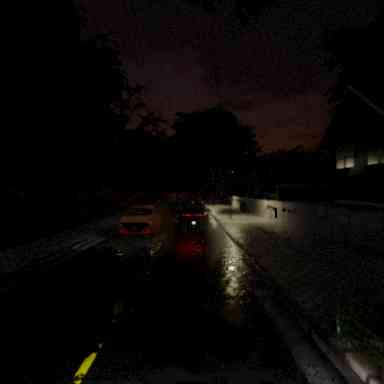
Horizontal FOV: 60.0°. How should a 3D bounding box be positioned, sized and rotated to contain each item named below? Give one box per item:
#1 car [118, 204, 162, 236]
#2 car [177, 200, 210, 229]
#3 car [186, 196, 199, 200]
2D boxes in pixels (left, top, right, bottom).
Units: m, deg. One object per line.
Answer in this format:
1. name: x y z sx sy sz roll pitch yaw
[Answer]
1. car: -2.746 1.466 18.445 1.882 1.535 5.008 0 0 0
2. car: 0.103 1.491 21.371 1.837 1.490 4.892 0 0 0
3. car: 0.108 1.309 40.055 2.097 1.767 4.553 0 0 0
